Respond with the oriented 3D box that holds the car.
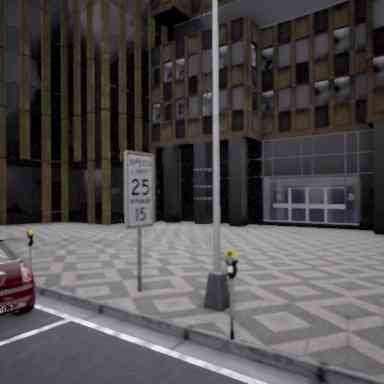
[{"bbox_3d":[-4.906,1.513,6.461,4.097,1.590,1.967,-1,0,35],"label":"car"}]
